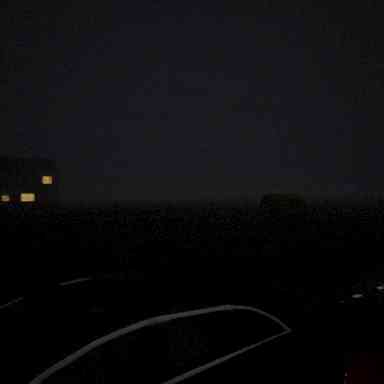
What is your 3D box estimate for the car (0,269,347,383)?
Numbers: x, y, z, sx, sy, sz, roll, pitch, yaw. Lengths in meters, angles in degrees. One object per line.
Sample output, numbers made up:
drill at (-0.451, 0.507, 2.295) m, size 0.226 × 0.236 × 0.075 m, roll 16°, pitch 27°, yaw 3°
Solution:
car at (-0.804, 1.487, 2.492) m, size 4.902 × 1.511 × 2.128 m, roll -1°, pitch 0°, yaw -35°
